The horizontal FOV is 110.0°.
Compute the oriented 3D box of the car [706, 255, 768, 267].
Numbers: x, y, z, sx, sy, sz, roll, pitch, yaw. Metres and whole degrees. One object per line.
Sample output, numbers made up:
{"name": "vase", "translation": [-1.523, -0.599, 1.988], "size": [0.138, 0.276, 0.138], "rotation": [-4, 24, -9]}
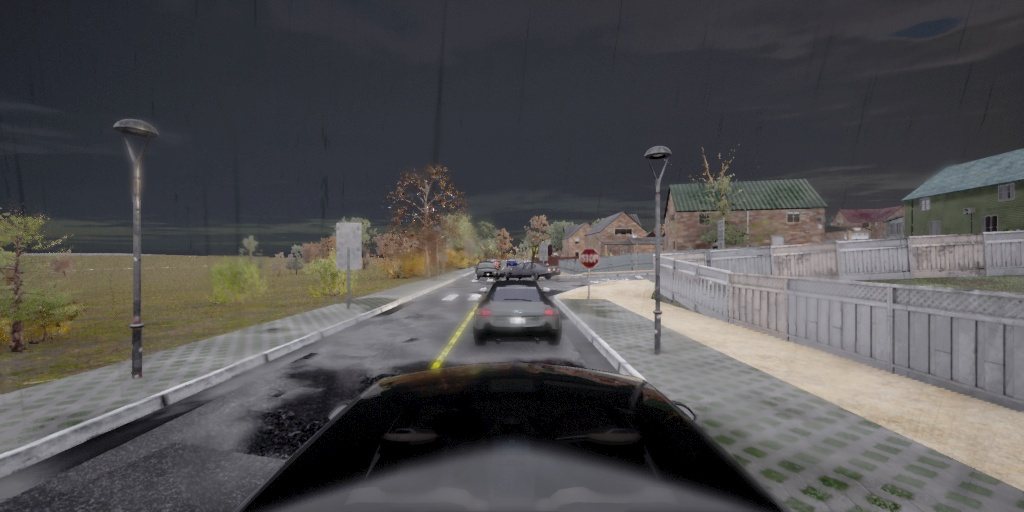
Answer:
{"name": "car", "translation": [14.370, 0.413, 22.855], "size": [4.181, 1.385, 1.994], "rotation": [-3, 0, 16]}

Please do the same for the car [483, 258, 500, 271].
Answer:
{"name": "car", "translation": [-2.887, 1.121, 51.194], "size": [2.097, 1.767, 4.553], "rotation": [0, 0, 1]}

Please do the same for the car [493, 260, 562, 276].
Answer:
{"name": "car", "translation": [1.315, 1.198, 28.468], "size": [5.357, 1.411, 2.033], "rotation": [-4, -3, 43]}

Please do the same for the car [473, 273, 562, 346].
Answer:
{"name": "car", "translation": [0.096, 1.313, 9.453], "size": [1.994, 1.385, 4.181], "rotation": [0, 0, -1]}

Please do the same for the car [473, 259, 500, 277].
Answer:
{"name": "car", "translation": [-2.274, 1.258, 31.377], "size": [1.837, 1.490, 4.892], "rotation": [0, 0, -8]}

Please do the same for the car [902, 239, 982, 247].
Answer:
{"name": "car", "translation": [23.873, -0.208, 20.441], "size": [4.902, 1.511, 2.128], "rotation": [-3, 0, 14]}
